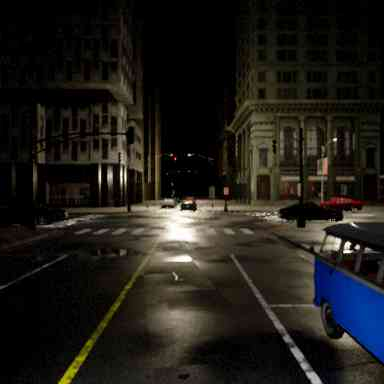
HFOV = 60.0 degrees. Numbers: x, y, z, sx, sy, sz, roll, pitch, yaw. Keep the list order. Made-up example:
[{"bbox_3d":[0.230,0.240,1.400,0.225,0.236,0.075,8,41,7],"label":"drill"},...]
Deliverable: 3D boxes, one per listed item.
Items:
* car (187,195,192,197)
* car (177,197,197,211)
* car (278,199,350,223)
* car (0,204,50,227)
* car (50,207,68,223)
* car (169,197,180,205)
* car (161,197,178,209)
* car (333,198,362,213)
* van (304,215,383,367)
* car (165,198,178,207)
[{"bbox_3d":[-0.573,1.606,75.456,2.097,1.767,4.553,0,0,-1],"label":"car"},{"bbox_3d":[-0.449,1.732,42.821,1.994,1.385,4.181,0,0,2],"label":"car"},{"bbox_3d":[8.799,1.514,24.789,4.674,1.442,1.812,-1,0,0],"label":"car"},{"bbox_3d":[-13.427,1.814,24.671,4.674,1.442,1.812,-1,0,0],"label":"car"},{"bbox_3d":[-12.964,1.771,27.924,4.902,1.511,2.128,-1,0,0],"label":"car"},{"bbox_3d":[-3.508,1.800,68.186,1.994,1.385,4.181,0,0,0],"label":"car"},{"bbox_3d":[-3.368,1.732,48.062,2.033,1.411,5.357,0,0,0],"label":"car"},{"bbox_3d":[15.092,1.378,34.770,5.008,1.535,1.882,-1,0,0],"label":"car"},{"bbox_3d":[2.835,1.360,4.060,1.690,1.788,3.998,0,0,0],"label":"van"},{"bbox_3d":[-3.470,1.759,58.127,2.033,1.411,5.357,0,0,-1],"label":"car"}]
